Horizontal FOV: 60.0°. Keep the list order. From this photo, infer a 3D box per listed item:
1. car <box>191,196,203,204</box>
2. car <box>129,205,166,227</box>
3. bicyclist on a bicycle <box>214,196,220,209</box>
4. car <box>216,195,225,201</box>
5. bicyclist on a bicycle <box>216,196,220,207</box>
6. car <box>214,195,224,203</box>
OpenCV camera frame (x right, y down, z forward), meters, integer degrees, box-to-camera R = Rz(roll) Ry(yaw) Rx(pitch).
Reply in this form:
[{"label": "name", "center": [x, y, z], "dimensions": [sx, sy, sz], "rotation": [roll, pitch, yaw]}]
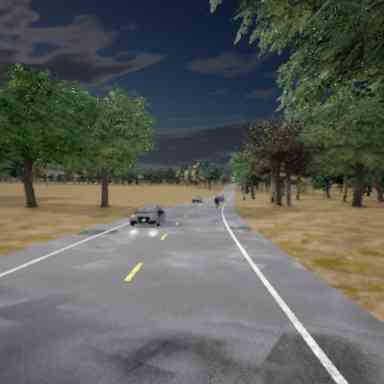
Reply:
[{"label": "car", "center": [1.079, 1.534, 63.513], "dimensions": [2.033, 1.411, 5.357], "rotation": [0, 0, 8]}, {"label": "car", "center": [-2.933, 1.571, 22.850], "dimensions": [1.994, 1.385, 4.181], "rotation": [0, 0, 3]}, {"label": "bicyclist on a bicycle", "center": [3.168, 1.391, 43.163], "dimensions": [0.659, 1.776, 1.843], "rotation": [0, 0, 6]}, {"label": "car", "center": [7.084, 1.417, 82.434], "dimensions": [2.033, 1.411, 5.357], "rotation": [0, 0, 7]}, {"label": "bicyclist on a bicycle", "center": [4.130, 1.469, 51.964], "dimensions": [0.582, 1.620, 1.656], "rotation": [0, 0, 7]}, {"label": "car", "center": [5.773, 1.518, 72.236], "dimensions": [2.128, 1.511, 4.902], "rotation": [0, 0, 7]}]
